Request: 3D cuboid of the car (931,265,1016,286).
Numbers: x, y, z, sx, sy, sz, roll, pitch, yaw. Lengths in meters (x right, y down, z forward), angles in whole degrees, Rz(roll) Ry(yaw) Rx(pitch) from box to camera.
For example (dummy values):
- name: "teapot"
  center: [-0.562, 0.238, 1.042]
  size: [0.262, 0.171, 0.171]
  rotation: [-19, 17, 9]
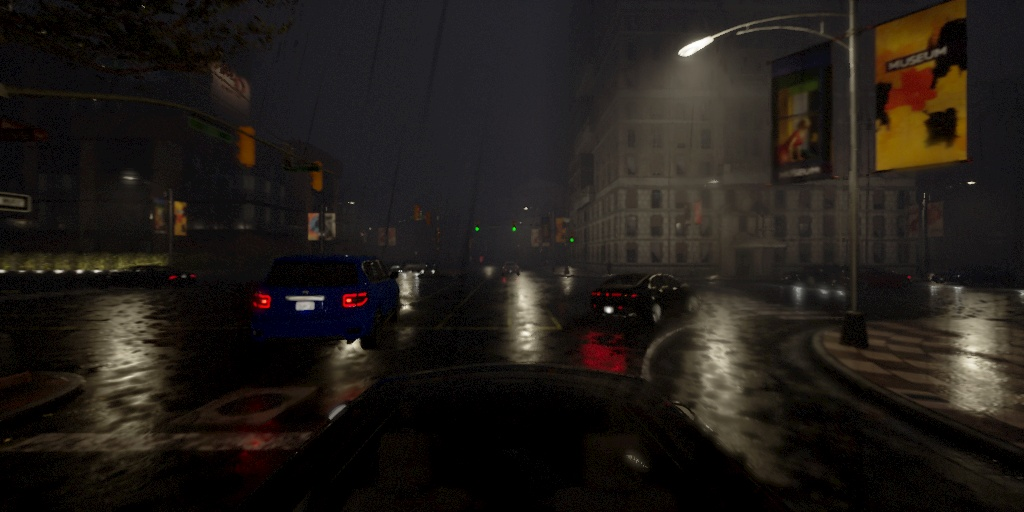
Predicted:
- name: "car"
  center: [33.183, 1.371, 25.775]
  size: [4.674, 1.442, 1.812]
  rotation: [0, 0, 0]

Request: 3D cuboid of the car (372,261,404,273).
- name: "car"
  center: [-15.297, 1.322, 44.592]
  size: [2.033, 1.411, 5.357]
  rotation: [0, 0, 0]

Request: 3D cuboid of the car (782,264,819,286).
- name: "car"
  center: [22.115, 1.327, 25.691]
  size: [4.892, 1.490, 1.837]
  rotation: [0, 0, -1]

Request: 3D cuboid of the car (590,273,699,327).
- name: "car"
  center: [4.482, 1.277, 11.846]
  size: [4.892, 1.490, 1.837]
  rotation: [0, -2, -44]

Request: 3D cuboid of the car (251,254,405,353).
- name: "car"
  center: [-4.218, 0.975, 9.068]
  size: [2.150, 2.045, 5.566]
  rotation: [1, 0, -11]

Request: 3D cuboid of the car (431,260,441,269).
- name: "car"
  center: [-11.862, 1.270, 53.523]
  size: [1.882, 1.535, 5.008]
  rotation: [0, 0, 0]

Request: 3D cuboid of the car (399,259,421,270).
- name: "car"
  center: [-15.360, 1.291, 54.226]
  size: [1.837, 1.490, 4.892]
  rotation: [0, 0, 0]

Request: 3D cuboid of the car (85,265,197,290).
- name: "car"
  center: [-22.235, 1.280, 21.633]
  size: [5.357, 1.411, 2.033]
  rotation: [0, 0, 1]

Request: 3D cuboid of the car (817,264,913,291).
- name: "car"
  center: [21.941, 1.382, 22.189]
  size: [4.181, 1.385, 1.994]
  rotation: [0, 0, -1]

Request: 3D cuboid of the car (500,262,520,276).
- name: "car"
  center: [-0.155, 1.322, 38.784]
  size: [1.812, 1.442, 4.674]
  rotation: [0, 0, -1]

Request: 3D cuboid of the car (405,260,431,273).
- name: "car"
  center: [-11.805, 1.306, 44.232]
  size: [1.812, 1.442, 4.674]
  rotation: [0, 0, 0]
